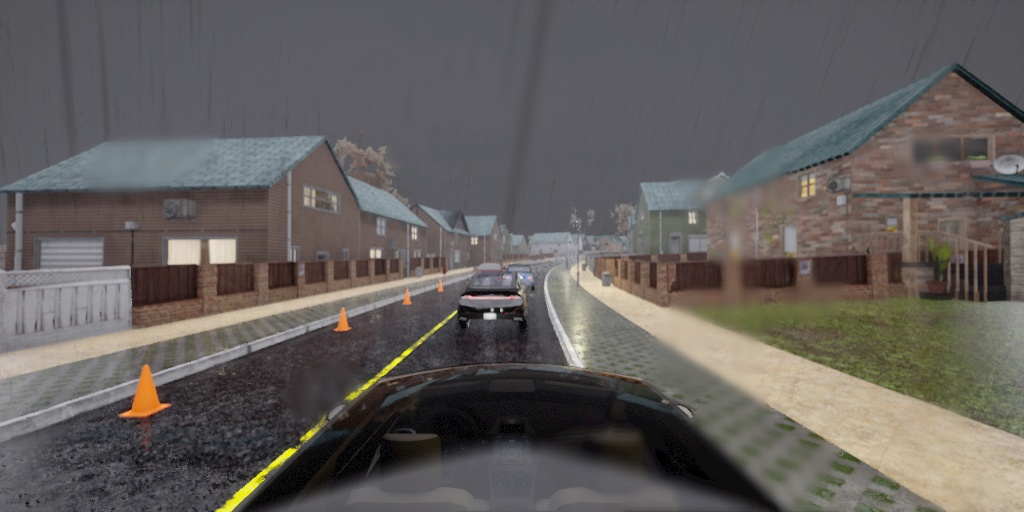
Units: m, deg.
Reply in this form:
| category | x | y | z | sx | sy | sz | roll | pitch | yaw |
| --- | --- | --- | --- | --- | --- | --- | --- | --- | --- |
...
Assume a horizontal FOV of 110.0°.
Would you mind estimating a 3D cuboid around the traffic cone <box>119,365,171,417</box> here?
| category | x | y | z | sx | sy | sz | roll | pitch | yaw |
| --- | --- | --- | --- | --- | --- | --- | --- | --- | --- |
| traffic cone | -4.698 | 1.698 | 4.606 | 0.340 | 0.580 | 0.340 | 0 | 0 | 1 |

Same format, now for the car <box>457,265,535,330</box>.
| category | x | y | z | sx | sy | sz | roll | pitch | yaw |
| --- | --- | --- | --- | --- | --- | --- | --- | --- | --- |
| car | -0.449 | 1.212 | 11.021 | 2.128 | 1.511 | 4.902 | 0 | 0 | 2 |

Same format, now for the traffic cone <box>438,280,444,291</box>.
| category | x | y | z | sx | sy | sz | roll | pitch | yaw |
| --- | --- | --- | --- | --- | --- | --- | --- | --- | --- |
| traffic cone | -3.940 | 1.629 | 19.739 | 0.340 | 0.580 | 0.340 | 0 | 0 | 5 |

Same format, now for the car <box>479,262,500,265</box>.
| category | x | y | z | sx | sy | sz | roll | pitch | yaw |
| --- | --- | --- | --- | --- | --- | --- | --- | --- | --- |
| car | -1.414 | 1.119 | 23.759 | 1.882 | 1.535 | 5.008 | 0 | 0 | 4 |

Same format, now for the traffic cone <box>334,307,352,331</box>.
| category | x | y | z | sx | sy | sz | roll | pitch | yaw |
| --- | --- | --- | --- | --- | --- | --- | --- | --- | --- |
| traffic cone | -4.550 | 1.683 | 9.656 | 0.340 | 0.580 | 0.340 | 0 | 0 | 2 |

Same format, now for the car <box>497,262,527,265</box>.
| category | x | y | z | sx | sy | sz | roll | pitch | yaw |
| --- | --- | --- | --- | --- | --- | --- | --- | --- | --- |
| car | 0.432 | 1.203 | 21.666 | 2.033 | 1.411 | 5.357 | 0 | 0 | 2 |

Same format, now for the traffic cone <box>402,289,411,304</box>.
| category | x | y | z | sx | sy | sz | roll | pitch | yaw |
| --- | --- | --- | --- | --- | --- | --- | --- | --- | --- |
| traffic cone | -4.298 | 1.660 | 14.701 | 0.340 | 0.580 | 0.340 | 0 | 0 | 3 |
